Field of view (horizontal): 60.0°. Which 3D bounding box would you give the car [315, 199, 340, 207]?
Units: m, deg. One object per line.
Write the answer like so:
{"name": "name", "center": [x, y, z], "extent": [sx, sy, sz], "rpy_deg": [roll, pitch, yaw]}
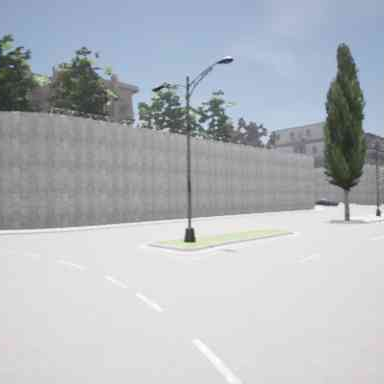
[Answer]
{"name": "car", "center": [25.239, 1.986, 62.679], "extent": [1.895, 1.301, 4.718], "rpy_deg": [0, 3, -41]}
